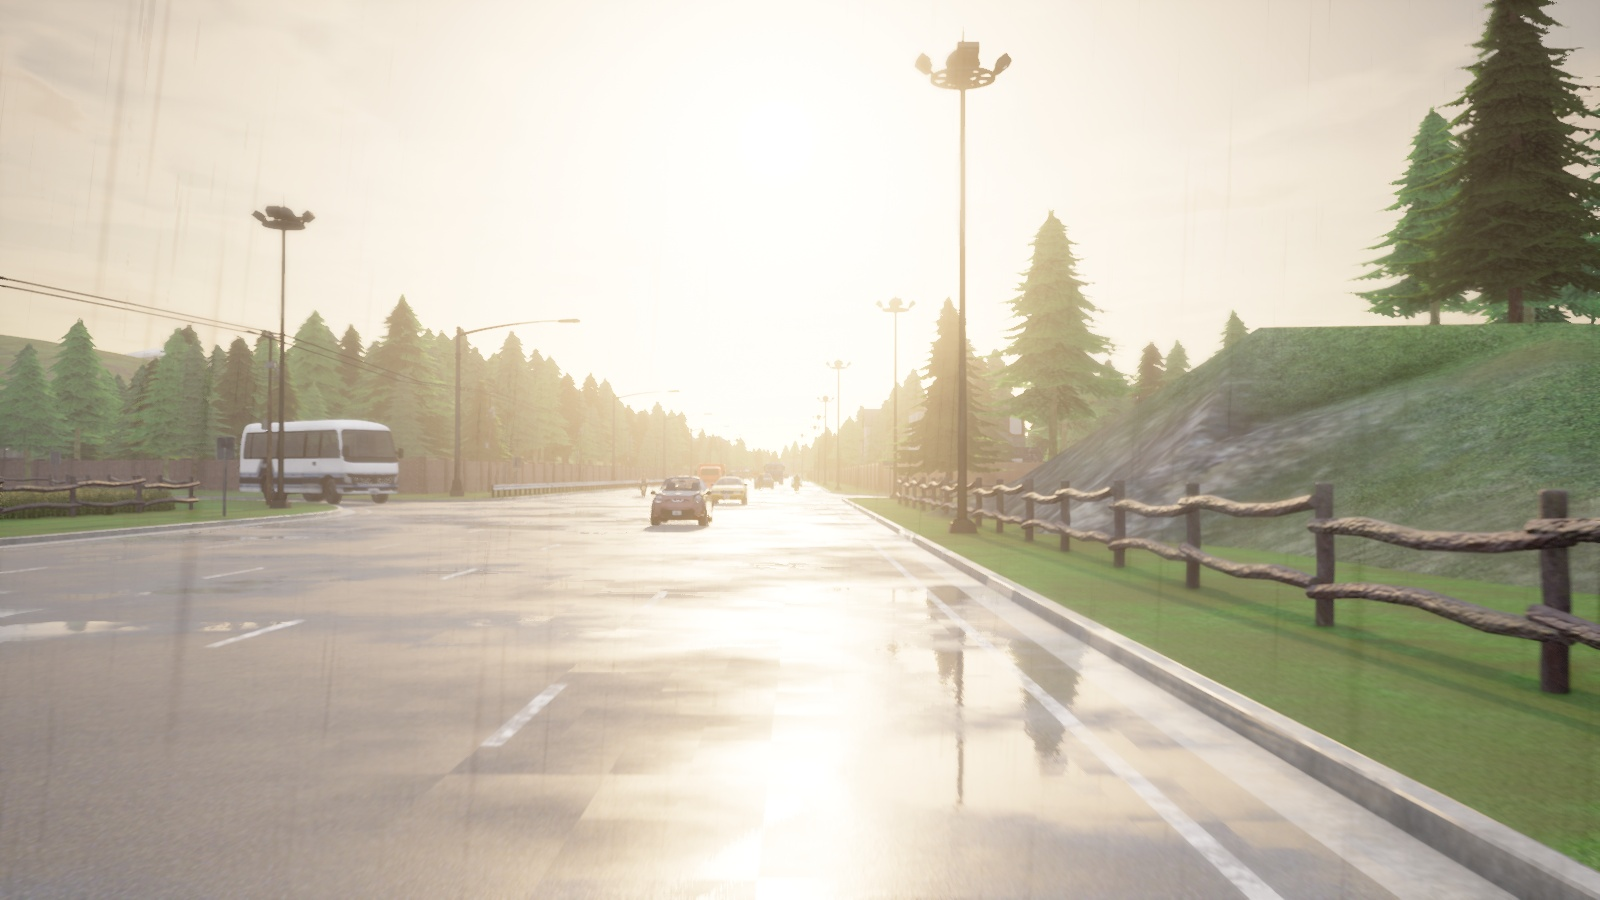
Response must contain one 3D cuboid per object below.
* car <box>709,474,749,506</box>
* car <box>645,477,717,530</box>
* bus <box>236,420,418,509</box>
[{"bbox_3d":[-3.662,2.045,65.621,1.801,1.575,5.366,0,-1,0],"label":"car"},{"bbox_3d":[-3.595,1.591,38.465,1.845,1.501,3.633,0,-1,0],"label":"car"},{"bbox_3d":[-24.606,0.802,64.978,10.273,4.253,3.944,-1,-1,37],"label":"bus"}]
